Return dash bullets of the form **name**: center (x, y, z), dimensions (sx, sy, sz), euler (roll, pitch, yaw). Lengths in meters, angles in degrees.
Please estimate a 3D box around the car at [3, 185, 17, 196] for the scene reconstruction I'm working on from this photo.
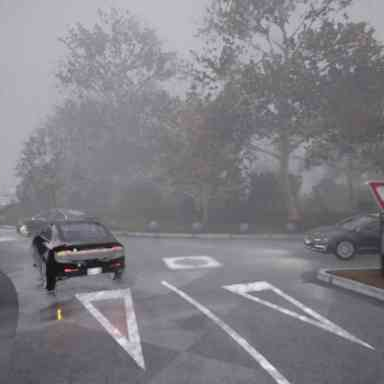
- **car**: center (-32.126, -0.004, 60.476), dimensions (1.812, 1.442, 4.674), euler (0, 3, -11)

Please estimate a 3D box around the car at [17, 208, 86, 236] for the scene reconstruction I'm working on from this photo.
- **car**: center (-7.081, 1.627, 17.578), dimensions (4.892, 1.490, 1.837), euler (0, 0, 26)

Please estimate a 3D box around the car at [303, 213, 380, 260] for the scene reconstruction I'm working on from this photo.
- **car**: center (6.571, 1.558, 12.145), dimensions (4.892, 1.490, 1.837), euler (0, 0, -3)

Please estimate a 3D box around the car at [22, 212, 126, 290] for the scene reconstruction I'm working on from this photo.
- **car**: center (-3.402, 1.556, 9.463), dimensions (2.128, 1.511, 4.902), euler (0, 0, -31)
